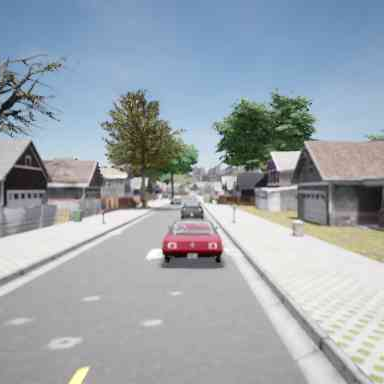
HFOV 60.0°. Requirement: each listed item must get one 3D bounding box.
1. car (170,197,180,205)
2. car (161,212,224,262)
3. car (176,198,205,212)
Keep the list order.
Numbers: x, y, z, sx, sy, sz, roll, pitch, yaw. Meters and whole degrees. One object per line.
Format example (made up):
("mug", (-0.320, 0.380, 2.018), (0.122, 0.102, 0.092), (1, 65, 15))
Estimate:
("car", (-2.816, 1.620, 58.909), (2.033, 1.411, 5.357), (0, 0, 1))
("car", (0.035, 1.622, 12.120), (1.895, 1.301, 4.718), (0, 0, 0))
("car", (0.034, 1.537, 27.723), (2.128, 1.511, 4.902), (0, 0, 0))
